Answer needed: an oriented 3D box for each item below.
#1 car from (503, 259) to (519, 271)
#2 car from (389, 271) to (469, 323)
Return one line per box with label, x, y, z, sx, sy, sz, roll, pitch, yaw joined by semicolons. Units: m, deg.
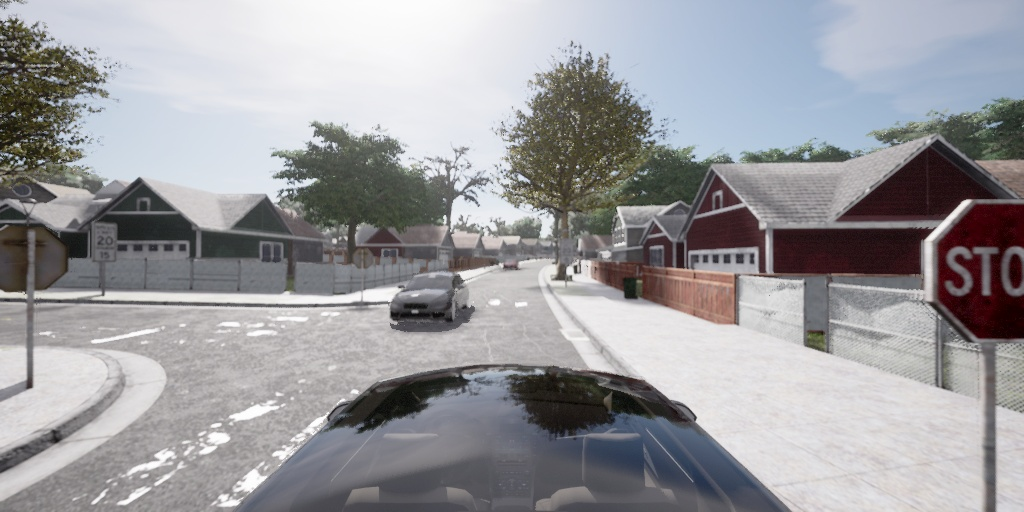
car;-0.108;1.184;50.300;1.882;1.535;5.008;0;0;6
car;-2.614;1.307;12.307;1.837;1.490;4.892;1;-1;1
